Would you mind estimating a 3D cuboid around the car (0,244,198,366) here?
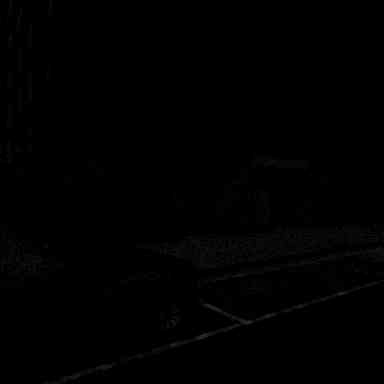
[{"bbox_3d":[-1.876,1.575,5.192,4.313,1.339,1.947,0,0,-35],"label":"car"}]
